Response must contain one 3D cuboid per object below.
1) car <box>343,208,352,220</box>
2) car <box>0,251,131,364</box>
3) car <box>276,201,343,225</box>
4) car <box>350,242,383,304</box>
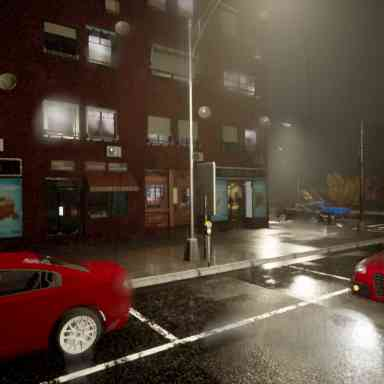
[{"bbox_3d":[11.100,1.596,28.619,1.882,1.535,5.008,-1,0,-35],"label":"car"},{"bbox_3d":[-3.055,1.545,4.395,4.507,1.381,1.887,0,-1,-35],"label":"car"},{"bbox_3d":[8.865,1.659,26.138,1.837,1.490,4.892,-1,0,-35],"label":"car"},{"bbox_3d":[5.240,1.562,7.061,4.181,1.385,1.994,0,0,-35],"label":"car"}]
